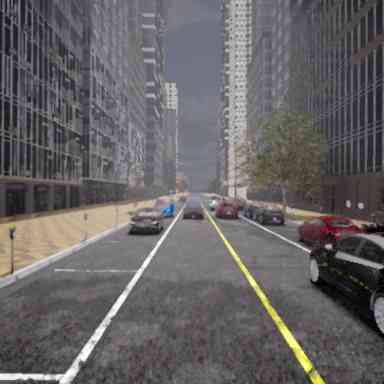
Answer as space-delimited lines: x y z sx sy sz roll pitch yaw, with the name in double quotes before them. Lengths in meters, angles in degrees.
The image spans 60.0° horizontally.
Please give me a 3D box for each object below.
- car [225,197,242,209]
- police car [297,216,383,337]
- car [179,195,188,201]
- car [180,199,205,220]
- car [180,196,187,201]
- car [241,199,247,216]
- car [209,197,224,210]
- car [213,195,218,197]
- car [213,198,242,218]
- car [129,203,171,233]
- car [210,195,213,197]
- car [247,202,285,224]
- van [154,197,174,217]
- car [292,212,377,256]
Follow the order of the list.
"car" 5.933 1.546 48.191 1.967 1.590 4.097 0 0 0
"police car" 3.924 1.462 6.714 1.930 1.638 5.238 0 0 0
"car" -2.267 1.613 82.396 1.887 1.381 4.507 0 0 0
"car" 0.142 1.606 29.506 2.033 1.411 5.357 0 0 0
"car" -2.237 1.648 88.090 1.802 1.307 4.206 0 0 0
"car" 5.842 1.643 31.114 2.008 1.369 4.403 0 0 0
"car" 3.231 1.689 43.509 1.895 1.301 4.718 0 0 1
"car" 6.053 1.660 70.961 1.887 1.381 4.507 0 0 0
"car" 3.189 1.603 30.793 1.812 1.442 4.674 0 0 1
"car" -2.599 1.580 19.777 2.008 1.369 4.403 0 0 0
"car" 6.143 1.678 88.038 1.947 1.339 4.313 0 0 0
"car" 5.812 1.635 25.422 2.008 1.369 4.403 0 0 0
"van" -2.537 1.387 31.163 1.690 1.788 3.998 0 0 0
"car" 5.752 1.646 14.037 1.802 1.307 4.206 0 0 0
